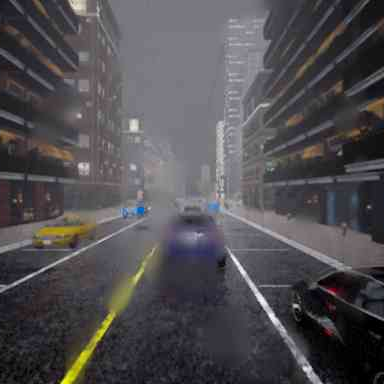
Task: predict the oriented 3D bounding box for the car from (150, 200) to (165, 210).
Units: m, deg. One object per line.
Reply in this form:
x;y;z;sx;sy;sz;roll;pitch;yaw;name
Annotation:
-5.723;2.135;55.332;2.008;1.369;4.403;-1;-1;0;car

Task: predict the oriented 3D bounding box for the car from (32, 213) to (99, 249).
-5.708;1.688;15.517;1.752;1.417;4.829;-1;-1;0;car

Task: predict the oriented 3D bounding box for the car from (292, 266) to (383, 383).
2.676;1.612;4.330;1.947;1.339;4.313;-1;-1;0;car

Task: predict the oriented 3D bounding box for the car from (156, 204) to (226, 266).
0.042;1.479;12.191;2.097;1.767;4.553;0;-1;0;car

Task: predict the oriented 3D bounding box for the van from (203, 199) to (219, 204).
2.658;1.803;43.974;1.690;1.788;3.998;-1;-1;0;van

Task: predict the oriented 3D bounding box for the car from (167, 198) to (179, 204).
-3.069;2.062;54.121;2.128;1.511;4.902;0;-1;0;car

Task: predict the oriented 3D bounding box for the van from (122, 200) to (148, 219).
-5.718;1.684;32.680;1.690;1.788;3.998;-1;-1;0;van

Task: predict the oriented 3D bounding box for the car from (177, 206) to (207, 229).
0.015;1.811;25.162;2.033;1.411;5.357;0;-1;1;car

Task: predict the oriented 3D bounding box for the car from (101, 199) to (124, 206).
-17.914;2.303;75.298;4.829;1.417;1.752;0;0;0;car

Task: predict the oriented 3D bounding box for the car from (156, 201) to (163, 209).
-5.721;2.047;49.499;1.752;1.417;4.829;-1;-1;0;car

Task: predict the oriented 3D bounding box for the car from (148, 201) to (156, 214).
-5.717;1.954;38.341;2.008;1.369;4.403;-1;-1;0;car

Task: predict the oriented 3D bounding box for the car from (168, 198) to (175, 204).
-5.738;2.543;93.396;1.887;1.381;4.507;-1;-1;0;car
